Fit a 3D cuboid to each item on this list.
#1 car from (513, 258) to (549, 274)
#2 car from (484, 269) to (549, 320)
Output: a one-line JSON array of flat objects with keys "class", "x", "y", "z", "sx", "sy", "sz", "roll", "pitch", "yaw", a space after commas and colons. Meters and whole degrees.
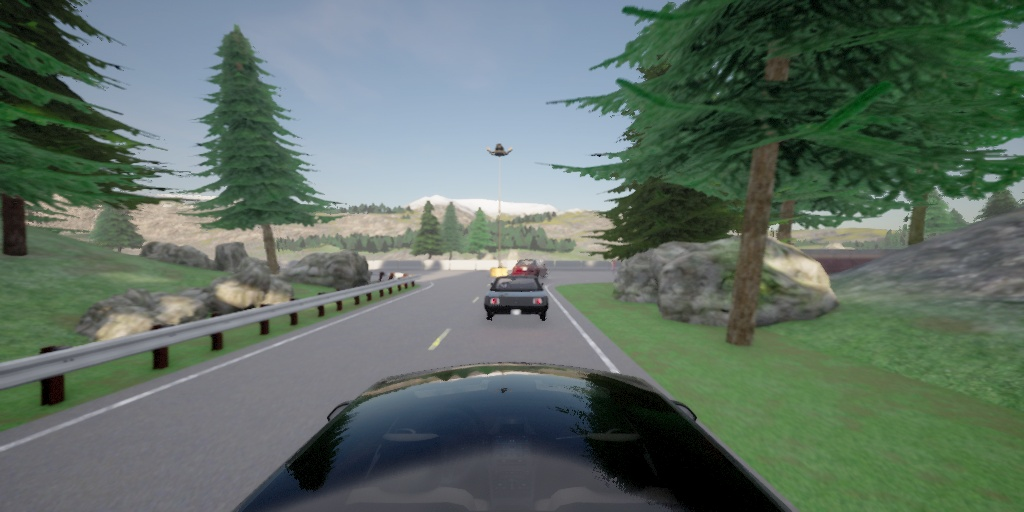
[{"class": "car", "x": 1.542, "y": 0.971, "z": 28.315, "sx": 2.097, "sy": 1.767, "sz": 4.553, "roll": 0, "pitch": 0, "yaw": 16}, {"class": "car", "x": 0.168, "y": 1.297, "z": 12.377, "sx": 1.895, "sy": 1.301, "sz": 4.718, "roll": 0, "pitch": 0, "yaw": 1}]
